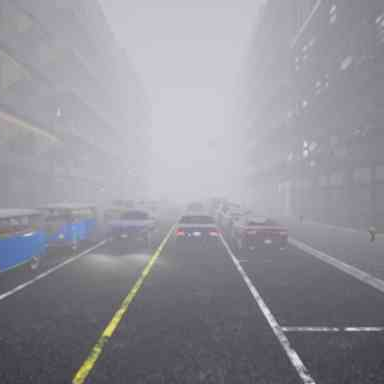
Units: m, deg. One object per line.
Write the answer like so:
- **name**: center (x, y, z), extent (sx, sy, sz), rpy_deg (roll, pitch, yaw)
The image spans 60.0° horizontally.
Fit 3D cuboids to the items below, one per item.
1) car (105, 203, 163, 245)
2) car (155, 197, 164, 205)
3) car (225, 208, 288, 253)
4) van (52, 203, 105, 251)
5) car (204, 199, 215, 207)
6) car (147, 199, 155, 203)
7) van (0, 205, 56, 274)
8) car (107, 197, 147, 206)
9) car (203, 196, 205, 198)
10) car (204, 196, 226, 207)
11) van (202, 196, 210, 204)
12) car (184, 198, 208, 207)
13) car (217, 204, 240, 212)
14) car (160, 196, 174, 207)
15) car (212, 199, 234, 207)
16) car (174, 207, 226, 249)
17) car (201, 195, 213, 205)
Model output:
- **car**: center (-2.735, 1.527, 16.013), extent (1.882, 1.535, 5.008), rpy_deg (0, 0, 1)
- **car**: center (-4.989, 1.726, 41.622), extent (1.947, 1.339, 4.313), rpy_deg (2, 0, 0)
- **car**: center (2.678, 1.599, 13.848), extent (1.887, 1.381, 4.507), rpy_deg (1, 0, 0)
- **van**: center (-5.196, 1.377, 13.971), extent (1.690, 1.788, 3.998), rpy_deg (2, 0, 0)
- **car**: center (2.984, 1.856, 58.095), extent (1.802, 1.307, 4.206), rpy_deg (1, 0, 0)
- **car**: center (-5.067, 1.422, 30.561), extent (2.192, 1.841, 5.009), rpy_deg (2, 0, 0)
- **van**: center (-5.238, 1.356, 8.439), extent (1.690, 1.788, 3.998), rpy_deg (2, 0, 0)
- **car**: center (-5.110, 1.397, 25.031), extent (2.192, 1.841, 5.009), rpy_deg (2, 0, 0)
- **car**: center (2.902, 1.649, 47.034), extent (1.967, 1.590, 4.097), rpy_deg (1, 0, 0)
- **car**: center (2.821, 1.466, 35.972), extent (2.192, 1.841, 5.009), rpy_deg (1, 0, 0)
- **van**: center (3.117, 1.729, 74.690), extent (1.690, 1.788, 3.998), rpy_deg (1, 0, 0)
- **car**: center (0.341, 1.634, 32.645), extent (1.837, 1.490, 4.892), rpy_deg (0, 0, 0)
- **car**: center (2.721, 1.621, 19.378), extent (1.887, 1.381, 4.507), rpy_deg (1, 0, 0)
- **car**: center (-4.855, 1.571, 58.212), extent (2.192, 1.841, 5.009), rpy_deg (1, 0, 0)
- **car**: center (2.774, 1.541, 24.910), extent (1.967, 1.590, 4.097), rpy_deg (1, 0, 0)
- **car**: center (0.201, 1.599, 14.733), extent (2.033, 1.411, 5.357), rpy_deg (0, 0, 0)
- **car**: center (3.076, 1.663, 69.159), extent (2.192, 1.841, 5.009), rpy_deg (1, 0, 0)
